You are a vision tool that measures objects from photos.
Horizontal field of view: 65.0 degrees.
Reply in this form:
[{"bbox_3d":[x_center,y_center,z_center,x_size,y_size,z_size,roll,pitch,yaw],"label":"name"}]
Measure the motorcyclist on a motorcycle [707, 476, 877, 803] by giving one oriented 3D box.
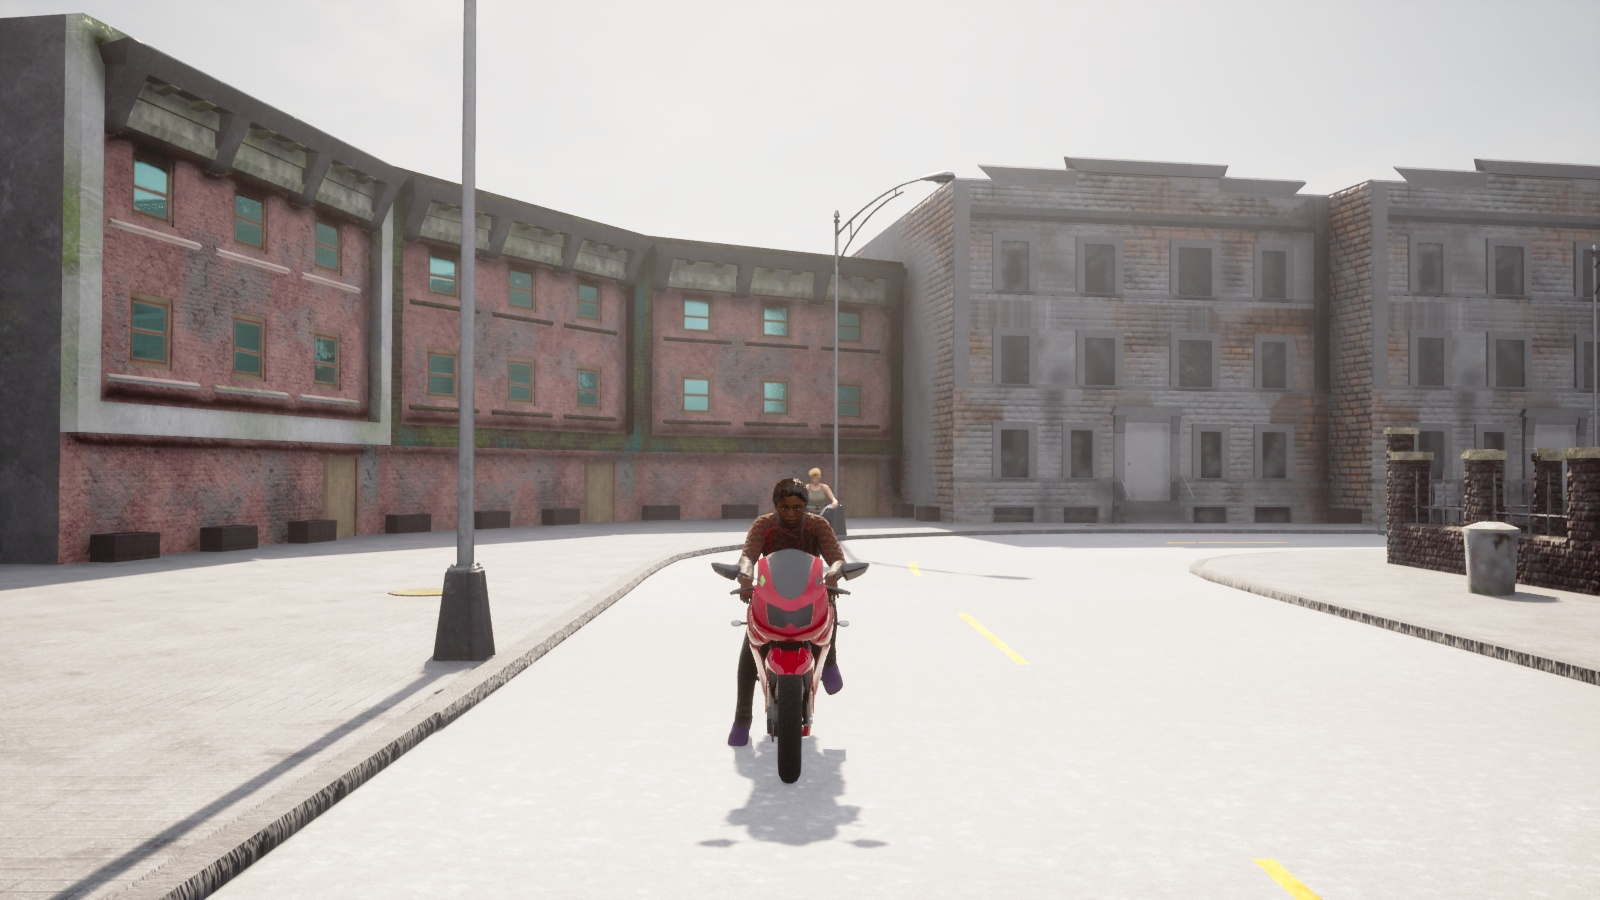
[{"bbox_3d":[-0.047,0.913,6.946,0.797,1.523,2.044,0,-1,0],"label":"motorcyclist on a motorcycle"}]
